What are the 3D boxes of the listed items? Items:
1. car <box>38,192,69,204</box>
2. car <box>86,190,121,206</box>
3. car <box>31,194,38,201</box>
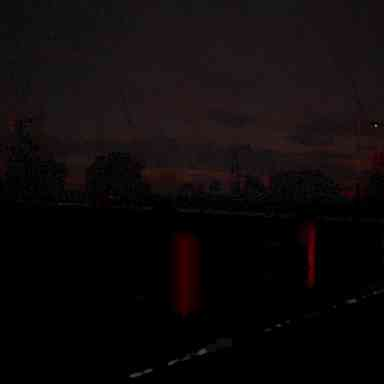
[{"bbox_3d":[-19.562,0.960,47.727,4.181,1.385,1.994,1,-1,34],"label":"car"},{"bbox_3d":[-12.287,0.793,46.221,5.566,2.045,2.150,2,0,34],"label":"car"},{"bbox_3d":[-24.277,0.819,54.342,4.902,1.511,2.128,1,-1,35],"label":"car"}]
